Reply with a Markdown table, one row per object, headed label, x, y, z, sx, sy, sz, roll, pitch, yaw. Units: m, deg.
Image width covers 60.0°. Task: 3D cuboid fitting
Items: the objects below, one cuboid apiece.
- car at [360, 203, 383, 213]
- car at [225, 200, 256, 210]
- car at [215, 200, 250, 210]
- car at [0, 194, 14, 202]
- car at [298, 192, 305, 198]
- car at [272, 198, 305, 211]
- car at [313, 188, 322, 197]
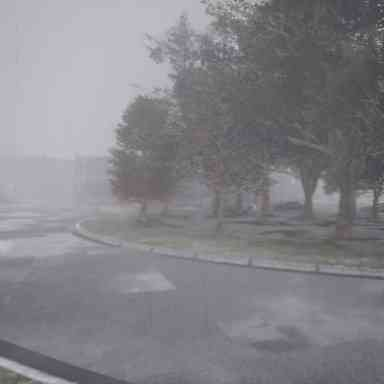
| label | x | y | z | sx | sy | sz | roll | pitch | yaw |
| --- | --- | --- | --- | --- | --- | --- | --- | --- | --- |
| car | 24.686 | 2.111 | 42.705 | 5.357 | 1.411 | 2.033 | 1 | 0 | 43 |
| car | 6.384 | 1.824 | 45.174 | 4.674 | 1.442 | 1.812 | 1 | 0 | -9 |
| car | 5.847 | 1.918 | 48.378 | 4.718 | 1.301 | 1.895 | 1 | 0 | -9 |
| car | -32.084 | 1.107 | 55.367 | 2.163 | 1.488 | 4.792 | 1 | 0 | 20 |
| car | 25.859 | 0.894 | 77.034 | 1.946 | 1.575 | 5.366 | 1 | 3 | 31 |
| car | 13.259 | 1.920 | 44.995 | 4.674 | 1.442 | 1.812 | 1 | 0 | 12 |
| car | 31.520 | 0.378 | 86.507 | 1.946 | 1.575 | 5.366 | 1 | 3 | 31 |
